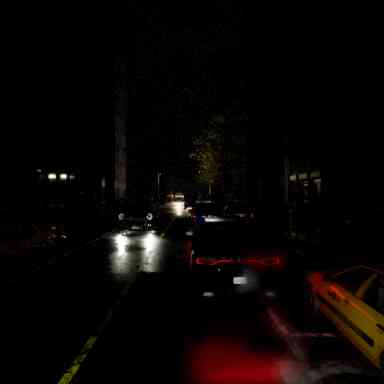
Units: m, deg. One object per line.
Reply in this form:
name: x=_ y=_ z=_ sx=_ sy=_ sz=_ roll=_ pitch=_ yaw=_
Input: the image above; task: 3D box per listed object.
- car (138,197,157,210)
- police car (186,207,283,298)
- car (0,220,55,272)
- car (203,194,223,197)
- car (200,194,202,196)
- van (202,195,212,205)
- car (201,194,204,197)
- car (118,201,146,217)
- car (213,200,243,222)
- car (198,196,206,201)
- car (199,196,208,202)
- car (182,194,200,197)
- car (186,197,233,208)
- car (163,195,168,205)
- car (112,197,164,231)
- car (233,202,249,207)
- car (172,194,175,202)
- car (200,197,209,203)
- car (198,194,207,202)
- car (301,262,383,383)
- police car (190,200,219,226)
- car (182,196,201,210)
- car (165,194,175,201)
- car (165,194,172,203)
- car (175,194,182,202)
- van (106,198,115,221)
car: x=-5.773 y=1.487 z=43.761 sx=1.967 sy=1.590 sz=4.097 roll=0 pitch=0 yaw=0
police car: x=0.878 y=1.426 z=8.711 sx=1.930 sy=1.638 sz=5.238 roll=0 pitch=0 yaw=0
car: x=-5.691 y=1.527 z=9.720 sx=1.752 sy=1.417 sz=4.829 roll=0 pitch=0 yaw=1
car: x=2.766 y=1.349 z=38.129 sx=2.192 sy=1.841 sz=5.009 roll=0 pitch=0 yaw=0
car: x=2.726 y=1.516 z=55.047 sx=1.967 sy=1.590 sz=4.097 roll=0 pitch=0 yaw=0
van: x=2.712 y=1.431 z=60.687 sx=1.690 sy=1.788 sz=3.998 roll=0 pitch=0 yaw=0
car: x=2.753 y=1.362 z=43.768 sx=2.192 sy=1.841 sz=5.009 roll=0 pitch=0 yaw=0
car: x=-5.745 y=1.587 z=32.483 sx=1.947 sy=1.339 sz=4.313 roll=0 pitch=0 yaw=0
car: x=2.794 y=1.453 z=26.849 sx=1.967 sy=1.590 sz=4.097 roll=0 pitch=0 yaw=0
car: x=2.643 y=1.744 z=88.884 sx=1.887 sy=1.381 sz=4.507 roll=0 pitch=0 yaw=0
car: x=2.670 y=1.714 z=77.604 sx=1.947 sy=1.339 sz=4.313 roll=0 pitch=0 yaw=0
car: x=-0.139 y=1.304 z=57.508 sx=2.150 sy=2.045 sz=5.566 roll=0 pitch=0 yaw=0
car: x=0.854 y=1.355 z=18.572 sx=2.097 sy=1.767 sz=4.553 roll=0 pitch=0 yaw=0
car: x=-5.814 y=1.672 z=60.678 sx=1.802 sy=1.307 sz=4.206 roll=0 pitch=0 yaw=0
car: x=-3.149 y=1.357 z=20.338 sx=2.097 sy=1.767 sz=4.553 roll=0 pitch=0 yaw=0
car: x=2.807 y=1.446 z=21.211 sx=1.967 sy=1.590 sz=4.097 roll=0 pitch=0 yaw=0
car: x=-5.856 y=1.463 z=77.594 sx=2.192 sy=1.841 sz=5.009 roll=0 pitch=0 yaw=0
car: x=2.684 y=1.706 z=71.966 sx=1.802 sy=1.307 sz=4.206 roll=0 pitch=0 yaw=0
car: x=2.656 y=1.488 z=83.245 sx=2.192 sy=1.841 sz=5.009 roll=0 pitch=0 yaw=0
car: x=2.855 y=1.525 z=4.495 sx=1.752 sy=1.417 sz=4.829 roll=0 pitch=0 yaw=1
police car: x=0.840 y=1.435 z=24.712 sx=1.930 sy=1.638 sz=5.238 roll=0 pitch=0 yaw=0
car: x=-0.083 y=1.575 z=44.453 sx=1.812 sy=1.442 sz=4.674 roll=0 pitch=0 yaw=0
car: x=-5.883 y=1.514 z=88.872 sx=2.192 sy=1.841 sz=5.009 roll=0 pitch=0 yaw=0
car: x=-5.841 y=1.649 z=71.786 sx=1.752 sy=1.417 sz=4.829 roll=0 pitch=0 yaw=0
car: x=-3.199 y=1.392 z=82.562 sx=2.150 sy=2.045 sz=5.566 roll=0 pitch=0 yaw=0
van: x=-5.731 y=1.353 z=26.845 sx=1.690 sy=1.788 sz=3.998 roll=0 pitch=0 yaw=0
